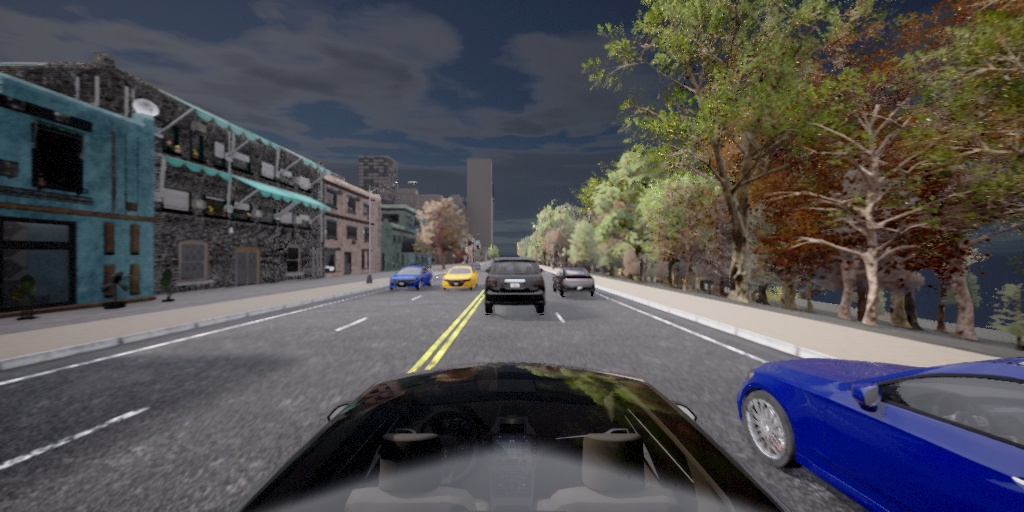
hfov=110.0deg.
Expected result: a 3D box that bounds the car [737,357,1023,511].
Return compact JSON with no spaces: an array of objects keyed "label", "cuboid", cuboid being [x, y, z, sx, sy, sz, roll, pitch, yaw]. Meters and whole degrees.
[{"label":"car","cuboid":[3.349,1.278,1.937,1.812,1.442,4.674,0,-1,0]}]

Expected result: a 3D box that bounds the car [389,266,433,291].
[{"label":"car","cuboid":[-6.601,1.419,23.937,1.882,1.535,5.008,0,0,0]}]

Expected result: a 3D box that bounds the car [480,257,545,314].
[{"label":"car","cuboid":[0.099,1.082,14.482,2.150,2.045,5.566,0,0,0]}]

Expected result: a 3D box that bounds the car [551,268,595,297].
[{"label":"car","cuboid":[3.349,1.401,20.132,2.128,1.511,4.902,0,0,0]}]

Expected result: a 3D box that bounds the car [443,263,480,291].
[{"label":"car","cuboid":[-3.352,1.420,23.995,1.882,1.535,5.008,0,-1,0]}]
